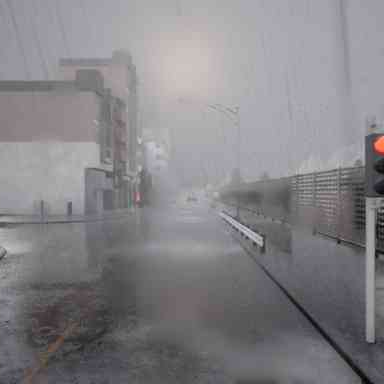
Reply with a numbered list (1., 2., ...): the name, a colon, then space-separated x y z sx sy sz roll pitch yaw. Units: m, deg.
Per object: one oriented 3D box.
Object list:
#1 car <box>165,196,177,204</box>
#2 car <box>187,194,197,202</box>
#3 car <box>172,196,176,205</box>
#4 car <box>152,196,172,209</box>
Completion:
1. car: -4.076 1.490 64.868 2.128 1.511 4.902 0 0 0
2. car: -0.038 1.355 76.657 2.097 1.767 4.553 0 0 0
3. car: -4.113 1.478 54.621 1.882 1.535 5.008 0 0 0
4. car: -4.116 1.505 44.388 1.837 1.490 4.892 0 0 0
